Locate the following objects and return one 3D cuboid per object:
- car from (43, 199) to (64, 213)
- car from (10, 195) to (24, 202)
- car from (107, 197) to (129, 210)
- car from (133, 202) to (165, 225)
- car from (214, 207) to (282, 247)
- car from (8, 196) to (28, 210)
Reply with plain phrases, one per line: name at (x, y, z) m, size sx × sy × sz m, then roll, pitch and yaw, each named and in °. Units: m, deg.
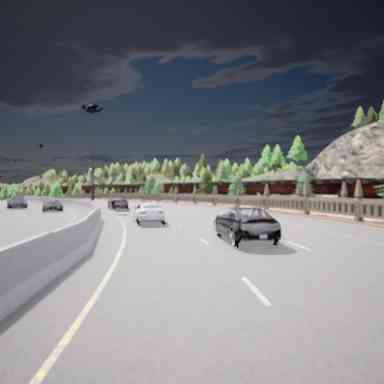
car at (-15.167, 1.501, 36.266) m, size 1.994 × 1.385 × 4.181 m, roll -1°, pitch 0°, yaw -24°
car at (-37.419, 1.322, 70.999) m, size 1.994 × 1.385 × 4.181 m, roll -1°, pitch 0°, yaw -36°
car at (-8.927, 1.358, 39.885) m, size 2.128 × 1.511 × 4.902 m, roll -1°, pitch 0°, yaw -24°
car at (-3.003, 1.435, 22.996) m, size 1.812 × 1.442 × 4.674 m, roll 0°, pitch 0°, yaw -14°
car at (2.248, 1.411, 14.539) m, size 2.128 × 1.511 × 4.902 m, roll 0°, pitch 0°, yaw -9°
car at (-22.832, 1.324, 43.602) m, size 2.097 × 1.767 × 4.553 m, roll -1°, pitch 0°, yaw -31°
